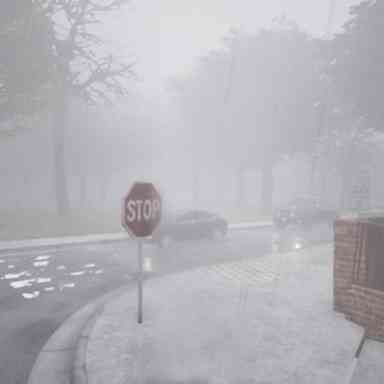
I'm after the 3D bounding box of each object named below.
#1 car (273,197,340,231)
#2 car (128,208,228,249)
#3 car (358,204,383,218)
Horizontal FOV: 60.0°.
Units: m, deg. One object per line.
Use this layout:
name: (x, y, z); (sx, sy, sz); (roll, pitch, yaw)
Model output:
car: (7.688, 1.341, 21.985); (5.566, 2.045, 2.150); (1, -1, -41)
car: (-0.488, 1.502, 14.742); (4.892, 1.490, 1.837); (1, -1, -42)
car: (17.116, 1.810, 30.329); (5.357, 1.411, 2.033); (1, -1, -41)
